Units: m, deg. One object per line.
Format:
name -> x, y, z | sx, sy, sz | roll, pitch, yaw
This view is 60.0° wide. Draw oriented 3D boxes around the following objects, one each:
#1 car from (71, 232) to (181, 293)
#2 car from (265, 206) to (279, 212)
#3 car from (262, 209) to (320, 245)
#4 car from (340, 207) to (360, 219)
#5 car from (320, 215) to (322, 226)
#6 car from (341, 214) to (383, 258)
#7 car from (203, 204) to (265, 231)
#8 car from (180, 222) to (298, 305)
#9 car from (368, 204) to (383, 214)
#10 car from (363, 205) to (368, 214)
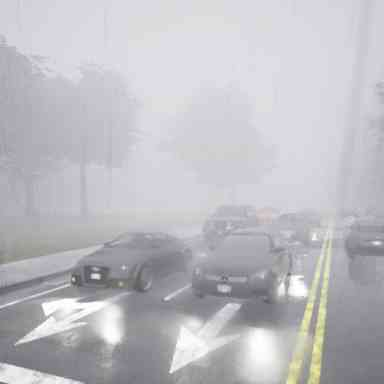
car -> -1.546, 1.901, 9.924 | 1.994, 1.385, 4.181 | -2, -2, 24
car -> 6.595, 2.047, 28.713 | 2.097, 1.767, 4.553 | -2, -2, 23
car -> 5.537, 1.904, 18.104 | 2.128, 1.511, 4.902 | -2, -2, 24
car -> 17.450, 2.280, 36.936 | 1.895, 1.301, 4.718 | -2, -2, 23
car -> 9.457, 2.148, 27.119 | 1.994, 1.385, 4.181 | -2, -2, 24
car -> 7.311, 1.805, 13.553 | 1.994, 1.385, 4.181 | -2, -2, 23
car -> 2.457, 1.737, 19.206 | 2.150, 2.045, 5.566 | -2, -2, 23
car -> 1.581, 1.764, 8.980 | 1.812, 1.442, 4.674 | -2, -2, 23
car -> 19.506, 2.090, 33.769 | 2.033, 1.411, 5.357 | -2, -2, 23
car -> 24.062, 2.293, 44.270 | 1.994, 1.385, 4.181 | -2, -2, 24
